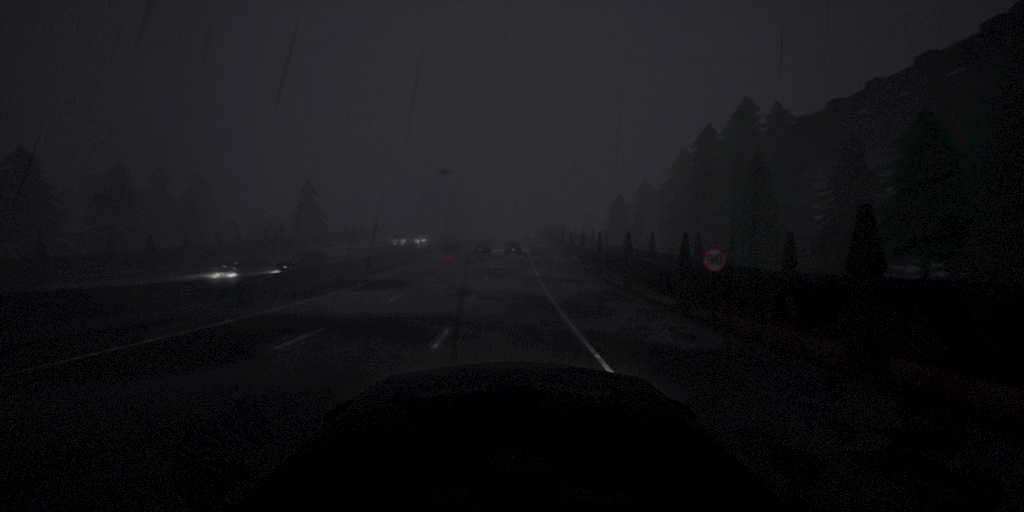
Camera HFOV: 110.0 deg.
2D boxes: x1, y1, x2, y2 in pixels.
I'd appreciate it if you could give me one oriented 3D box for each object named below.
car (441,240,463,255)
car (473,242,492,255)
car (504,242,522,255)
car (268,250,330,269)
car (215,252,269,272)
[{"bbox_3d":[-6.842,-1.077,41.360,1.882,1.535,5.008,0,7,1],"label":"car"},{"bbox_3d":[-3.347,-0.948,40.971,1.994,1.385,4.181,0,6,1],"label":"car"},{"bbox_3d":[0.155,-0.957,41.032,1.994,1.385,4.181,0,6,1],"label":"car"},{"bbox_3d":[-17.465,0.211,30.264,2.033,1.411,5.357,0,6,1],"label":"car"},{"bbox_3d":[-20.992,0.424,28.220,1.994,1.385,4.181,0,5,1],"label":"car"}]
